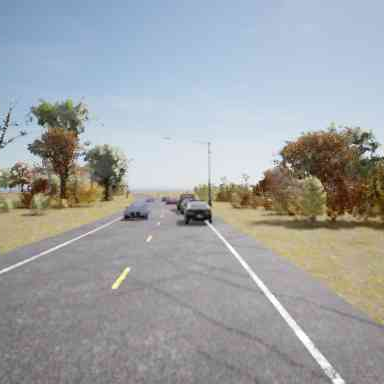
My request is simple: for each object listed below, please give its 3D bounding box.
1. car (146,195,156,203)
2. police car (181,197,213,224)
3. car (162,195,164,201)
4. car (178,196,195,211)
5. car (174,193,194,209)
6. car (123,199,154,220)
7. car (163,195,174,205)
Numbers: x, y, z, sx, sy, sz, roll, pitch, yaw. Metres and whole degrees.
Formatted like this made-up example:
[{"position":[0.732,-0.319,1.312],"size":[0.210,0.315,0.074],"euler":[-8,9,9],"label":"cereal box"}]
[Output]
[{"position":[-8.547,1.461,69.563],"size":[1.812,1.442,4.674],"euler":[0,0,-8],"label":"car"},{"position":[0.381,1.409,24.848],"size":[1.930,1.638,5.238],"euler":[0,0,-3],"label":"police car"},{"position":[-5.813,1.435,75.024],"size":[2.128,1.511,4.902],"euler":[0,0,-9],"label":"car"},{"position":[-0.232,1.480,34.774],"size":[1.837,1.490,4.892],"euler":[0,0,-4],"label":"car"},{"position":[-0.708,1.189,40.820],"size":[2.150,2.045,5.566],"euler":[0,0,-5],"label":"car"},{"position":[-4.453,1.550,27.474],"size":[1.994,1.385,4.181],"euler":[0,0,-3],"label":"car"},{"position":[-3.548,1.512,58.864],"size":[1.994,1.385,4.181],"euler":[0,0,-7],"label":"car"}]
